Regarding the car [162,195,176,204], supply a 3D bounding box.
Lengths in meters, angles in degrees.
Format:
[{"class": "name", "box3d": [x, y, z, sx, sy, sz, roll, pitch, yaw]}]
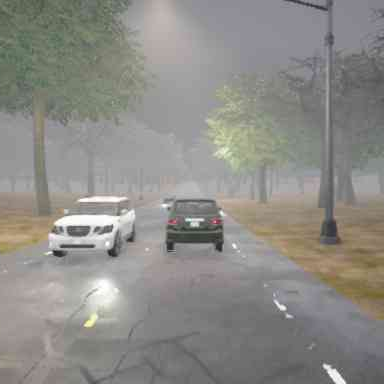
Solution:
[{"class": "car", "box3d": [-3.567, 1.158, 53.347, 1.895, 1.301, 4.718, 0, 1, 0]}]

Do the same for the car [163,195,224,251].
[{"class": "car", "box3d": [0.099, 1.207, 14.190, 2.150, 2.045, 5.566, 0, 0, 0]}]

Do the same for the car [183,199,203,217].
[{"class": "car", "box3d": [0.087, 1.431, 31.645, 1.812, 1.442, 4.674, 0, 1, 0]}]

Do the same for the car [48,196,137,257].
[{"class": "car", "box3d": [-3.599, 1.208, 13.180, 2.150, 2.045, 5.566, 0, 0, 0]}]
